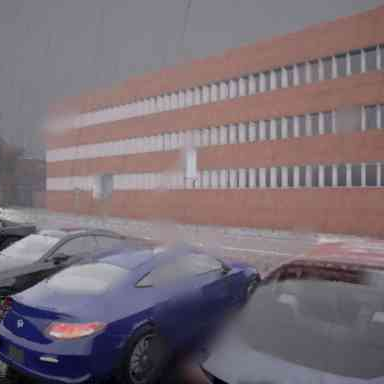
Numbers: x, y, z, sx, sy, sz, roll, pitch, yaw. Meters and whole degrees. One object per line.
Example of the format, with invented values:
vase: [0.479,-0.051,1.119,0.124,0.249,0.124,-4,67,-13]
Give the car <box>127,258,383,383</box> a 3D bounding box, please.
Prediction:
car: [1.817,1.508,3.733,2.163,1.488,4.792,0,0,36]

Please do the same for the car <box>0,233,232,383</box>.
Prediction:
car: [-0.502,1.513,5.349,2.002,1.452,4.674,0,0,36]

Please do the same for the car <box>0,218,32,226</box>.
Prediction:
car: [-7.396,1.452,10.280,2.097,1.535,5.008,0,0,36]

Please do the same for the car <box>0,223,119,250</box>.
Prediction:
car: [-2.799,1.507,6.995,2.002,1.452,4.674,0,0,36]
